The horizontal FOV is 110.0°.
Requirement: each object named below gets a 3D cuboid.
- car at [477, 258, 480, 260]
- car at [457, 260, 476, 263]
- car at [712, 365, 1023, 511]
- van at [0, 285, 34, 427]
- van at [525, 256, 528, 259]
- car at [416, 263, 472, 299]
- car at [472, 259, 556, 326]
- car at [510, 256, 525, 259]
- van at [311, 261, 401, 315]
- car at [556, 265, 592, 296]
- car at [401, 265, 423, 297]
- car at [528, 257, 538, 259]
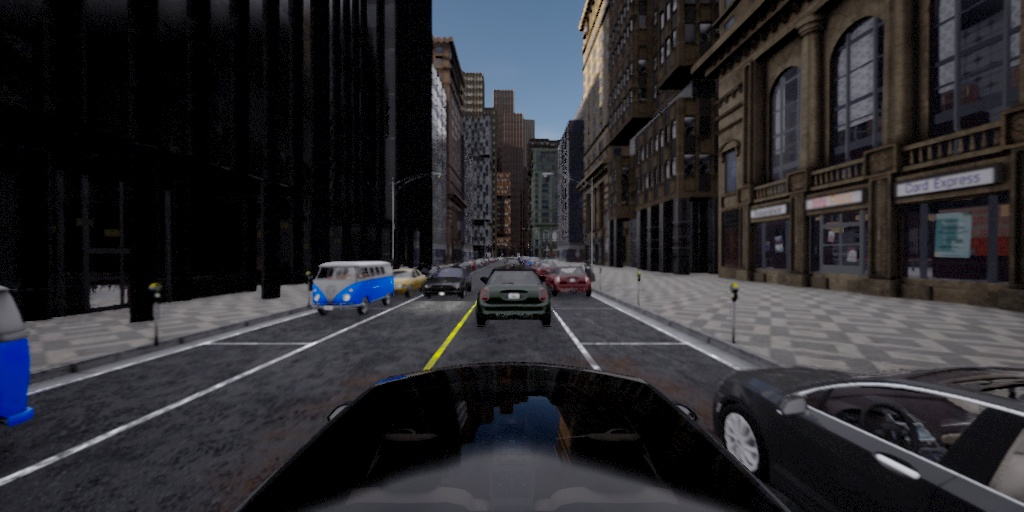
[{"bbox_3d":[-5.668,1.252,47.075,1.888,1.381,4.507,0,0,0],"label":"car"},{"bbox_3d":[-5.668,1.278,41.426,1.948,1.339,4.313,0,0,0],"label":"car"},{"bbox_3d":[2.857,1.300,1.891,2.007,1.370,4.403,0,0,0],"label":"car"},{"bbox_3d":[-5.669,1.091,1.885,1.690,1.789,3.998,0,0,0],"label":"van"},{"bbox_3d":[2.857,1.048,47.079,1.690,1.789,3.998,0,0,0],"label":"van"},{"bbox_3d":[-3.093,1.280,18.429,2.033,1.411,5.357,0,0,0],"label":"car"},{"bbox_3d":[0.037,1.091,11.729,2.097,1.767,4.553,0,0,0],"label":"car"},{"bbox_3d":[0.100,1.063,42.317,2.097,1.767,4.553,0,0,0],"label":"car"},{"bbox_3d":[-5.668,1.078,13.182,1.690,1.789,3.998,0,0,0],"label":"van"},{"bbox_3d":[2.857,1.172,18.837,1.967,1.591,4.097,0,0,0],"label":"car"},{"bbox_3d":[-5.668,1.257,18.661,1.751,1.417,4.829,0,0,0],"label":"car"},{"bbox_3d":[2.857,1.156,35.782,1.967,1.591,4.097,0,0,0],"label":"car"}]
